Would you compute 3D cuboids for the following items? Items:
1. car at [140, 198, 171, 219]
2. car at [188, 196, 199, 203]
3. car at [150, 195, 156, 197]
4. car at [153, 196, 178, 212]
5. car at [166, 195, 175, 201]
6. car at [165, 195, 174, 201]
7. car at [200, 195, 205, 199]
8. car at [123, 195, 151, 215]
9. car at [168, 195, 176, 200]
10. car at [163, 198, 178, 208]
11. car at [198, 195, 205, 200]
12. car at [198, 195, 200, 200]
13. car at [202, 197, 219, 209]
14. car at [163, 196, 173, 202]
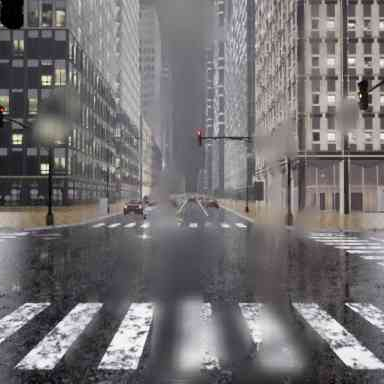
[{"bbox_3d":[-3.106,1.537,29.176,1.812,1.442,4.674,0,0,0],"label":"car"},{"bbox_3d":[0.080,1.574,70.418,2.033,1.411,5.357,0,0,0],"label":"car"},{"bbox_3d":[-5.674,1.332,44.854,2.192,1.841,5.009,1,0,0],"label":"car"},{"bbox_3d":[-3.102,1.562,38.840,2.033,1.411,5.357,0,0,0],"label":"car"},{"bbox_3d":[-5.681,1.587,89.455,2.008,1.369,4.403,1,0,0],"label":"car"},{"bbox_3d":[-5.680,1.578,83.880,1.887,1.381,4.507,1,0,0],"label":"car"},{"bbox_3d":[2.702,1.547,56.242,1.752,1.417,4.829,1,0,0],"label":"car"},{"bbox_3d":[-5.676,1.453,33.704,1.967,1.590,4.097,1,0,0],"label":"car"},{"bbox_3d":[-5.681,1.605,95.030,1.947,1.339,4.313,1,0,0],"label":"car"},{"bbox_3d":[-3.095,1.620,49.134,1.895,1.301,4.718,0,0,0],"label":"car"},{"bbox_3d":[2.699,1.584,95.112,1.887,1.381,4.507,1,0,0],"label":"car"},{"bbox_3d":[2.701,1.590,61.649,1.947,1.339,4.313,1,0,0],"label":"car"},{"bbox_3d":[2.701,1.599,44.916,1.802,1.307,4.206,1,0,0],"label":"car"},{"bbox_3d":[-5.680,1.582,78.305,2.008,1.369,4.403,1,0,0],"label":"car"}]
